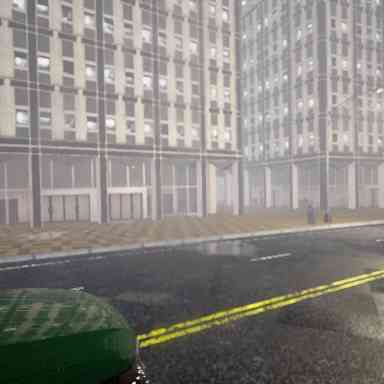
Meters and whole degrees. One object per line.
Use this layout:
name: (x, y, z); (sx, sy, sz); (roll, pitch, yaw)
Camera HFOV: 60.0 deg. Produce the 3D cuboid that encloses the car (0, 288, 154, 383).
car: (-2.800, 1.230, 1.398); (5.566, 2.045, 2.150); (0, 0, -36)
